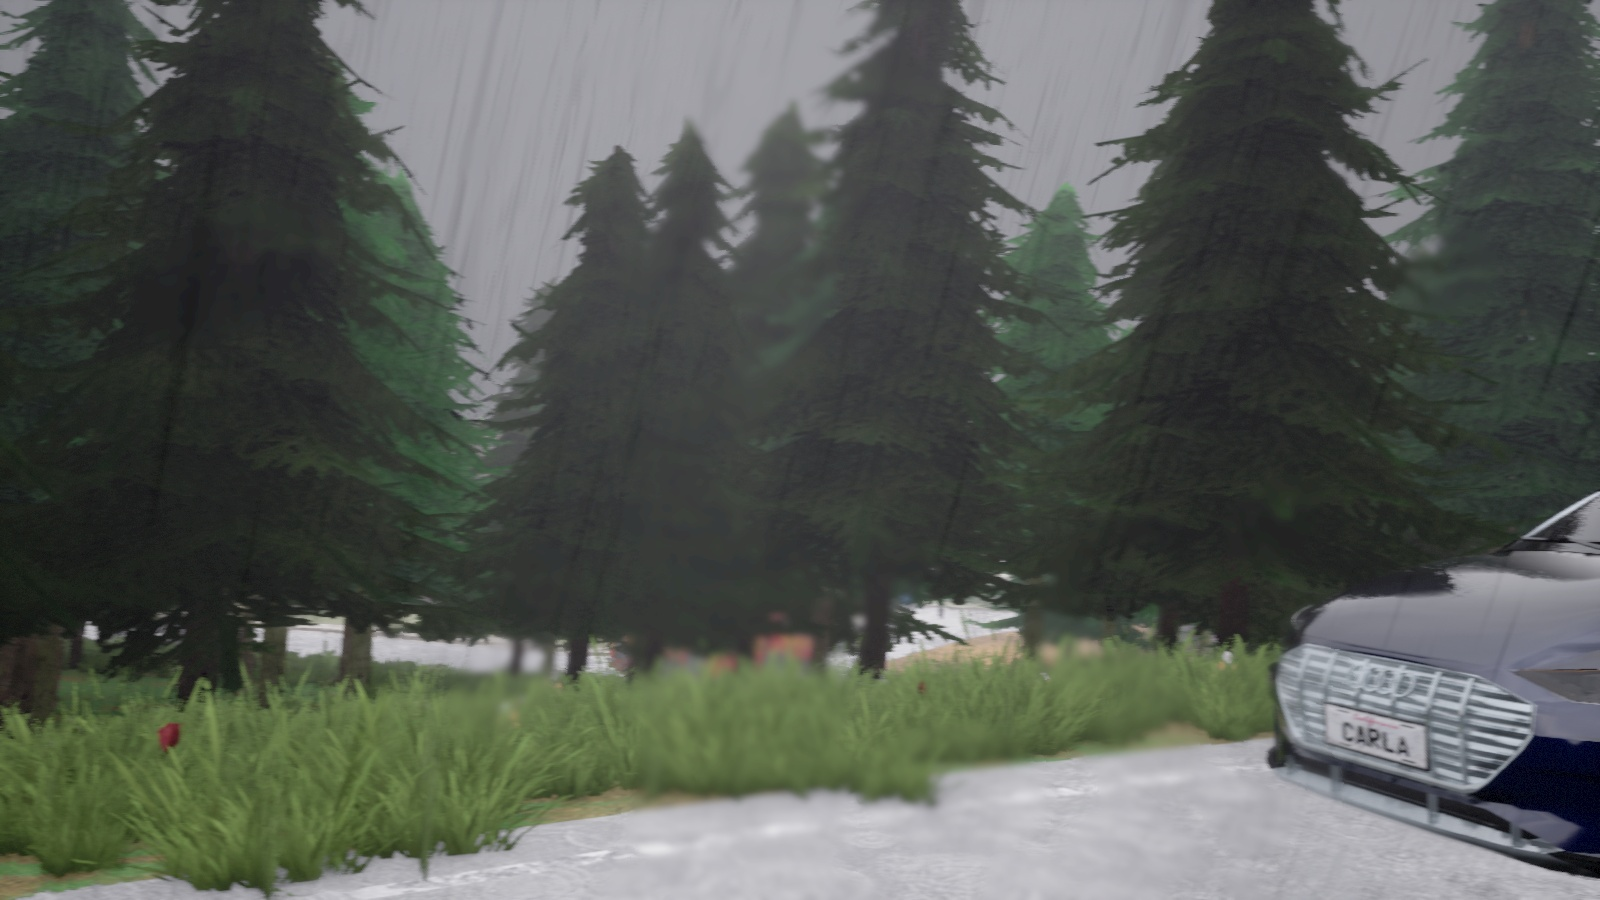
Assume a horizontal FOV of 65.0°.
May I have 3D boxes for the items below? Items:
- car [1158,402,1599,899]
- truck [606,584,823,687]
[{"bbox_3d":[4.144,0.722,5.168,4.856,1.649,2.033,0,-1,-20],"label":"car"},{"bbox_3d":[-3.595,7.891,53.361,8.468,3.827,2.891,5,-2,-25],"label":"truck"}]
